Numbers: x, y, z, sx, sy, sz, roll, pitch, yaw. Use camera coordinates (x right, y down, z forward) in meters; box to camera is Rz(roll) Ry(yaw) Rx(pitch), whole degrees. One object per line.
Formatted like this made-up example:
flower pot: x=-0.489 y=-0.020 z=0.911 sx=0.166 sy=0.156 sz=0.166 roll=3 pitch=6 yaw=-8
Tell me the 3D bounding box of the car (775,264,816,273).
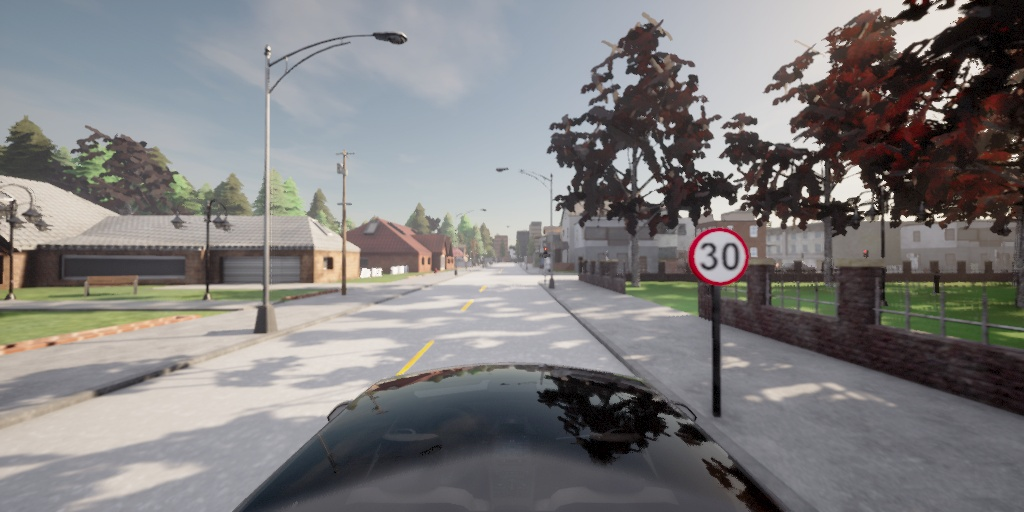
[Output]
car: x=32.830 y=1.562 z=42.161 sx=4.718 sy=1.301 sz=1.895 roll=0 pitch=-1 yaw=0
